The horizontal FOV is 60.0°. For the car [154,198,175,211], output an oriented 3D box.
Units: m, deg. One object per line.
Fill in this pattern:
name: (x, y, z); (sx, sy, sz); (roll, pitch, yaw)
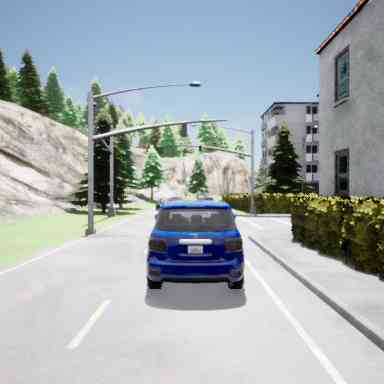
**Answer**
car: (-3.427, 1.487, 41.720); (2.128, 1.511, 4.902); (0, 0, 1)

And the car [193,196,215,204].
car: (2.421, 1.483, 65.647); (2.128, 1.511, 4.902); (0, 0, 34)

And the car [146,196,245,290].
car: (0.089, 1.221, 9.221); (2.150, 2.045, 5.566); (0, 0, 0)

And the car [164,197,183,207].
car: (-2.769, 1.499, 52.071); (1.837, 1.490, 4.892); (0, 0, 11)
